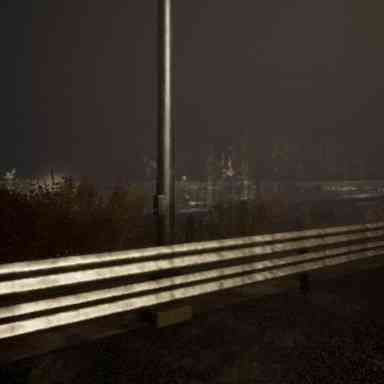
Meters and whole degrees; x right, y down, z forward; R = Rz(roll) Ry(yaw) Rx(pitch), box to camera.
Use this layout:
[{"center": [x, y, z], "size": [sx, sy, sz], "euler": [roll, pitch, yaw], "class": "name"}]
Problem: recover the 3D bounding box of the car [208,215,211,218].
[{"center": [5.616, 4.696, 64.265], "size": [5.008, 1.535, 1.882], "euler": [-4, 3, -19], "class": "car"}]
